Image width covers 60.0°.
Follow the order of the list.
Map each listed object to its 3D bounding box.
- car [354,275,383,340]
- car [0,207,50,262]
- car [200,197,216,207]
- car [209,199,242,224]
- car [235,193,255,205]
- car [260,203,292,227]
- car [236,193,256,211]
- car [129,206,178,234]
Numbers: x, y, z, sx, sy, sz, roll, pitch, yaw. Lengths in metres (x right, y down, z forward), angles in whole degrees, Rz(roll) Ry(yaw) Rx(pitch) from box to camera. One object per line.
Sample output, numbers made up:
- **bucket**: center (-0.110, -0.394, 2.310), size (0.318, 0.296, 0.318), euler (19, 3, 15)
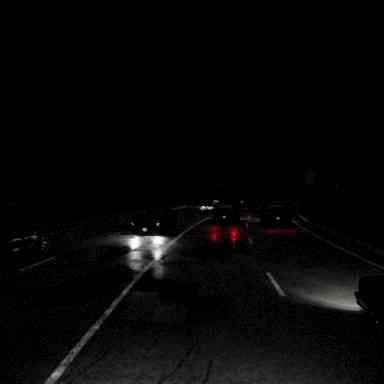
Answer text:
- **car**: center (3.721, 1.557, 3.447), size (2.033, 1.411, 5.357), euler (0, 0, 2)
- **car**: center (-6.526, 1.343, 10.620), size (2.097, 1.767, 4.553), euler (0, 0, 5)
- **car**: center (2.972, 1.577, 53.190), size (2.033, 1.411, 5.357), euler (0, 0, 21)
- **car**: center (2.621, 1.548, 25.269), size (1.812, 1.442, 4.674), euler (0, 0, 10)
- **car**: center (9.587, 1.279, 59.997), size (2.150, 2.045, 5.566), euler (0, 0, 24)
- **car**: center (5.861, 1.509, 23.511), size (1.882, 1.535, 5.008), euler (0, 0, 10)
- **car**: center (6.816, 1.266, 42.222), size (2.150, 2.045, 5.566), euler (0, 0, 17)
- **car**: center (-2.072, 1.553, 19.745), size (2.033, 1.411, 5.357), euler (0, 0, 8)
